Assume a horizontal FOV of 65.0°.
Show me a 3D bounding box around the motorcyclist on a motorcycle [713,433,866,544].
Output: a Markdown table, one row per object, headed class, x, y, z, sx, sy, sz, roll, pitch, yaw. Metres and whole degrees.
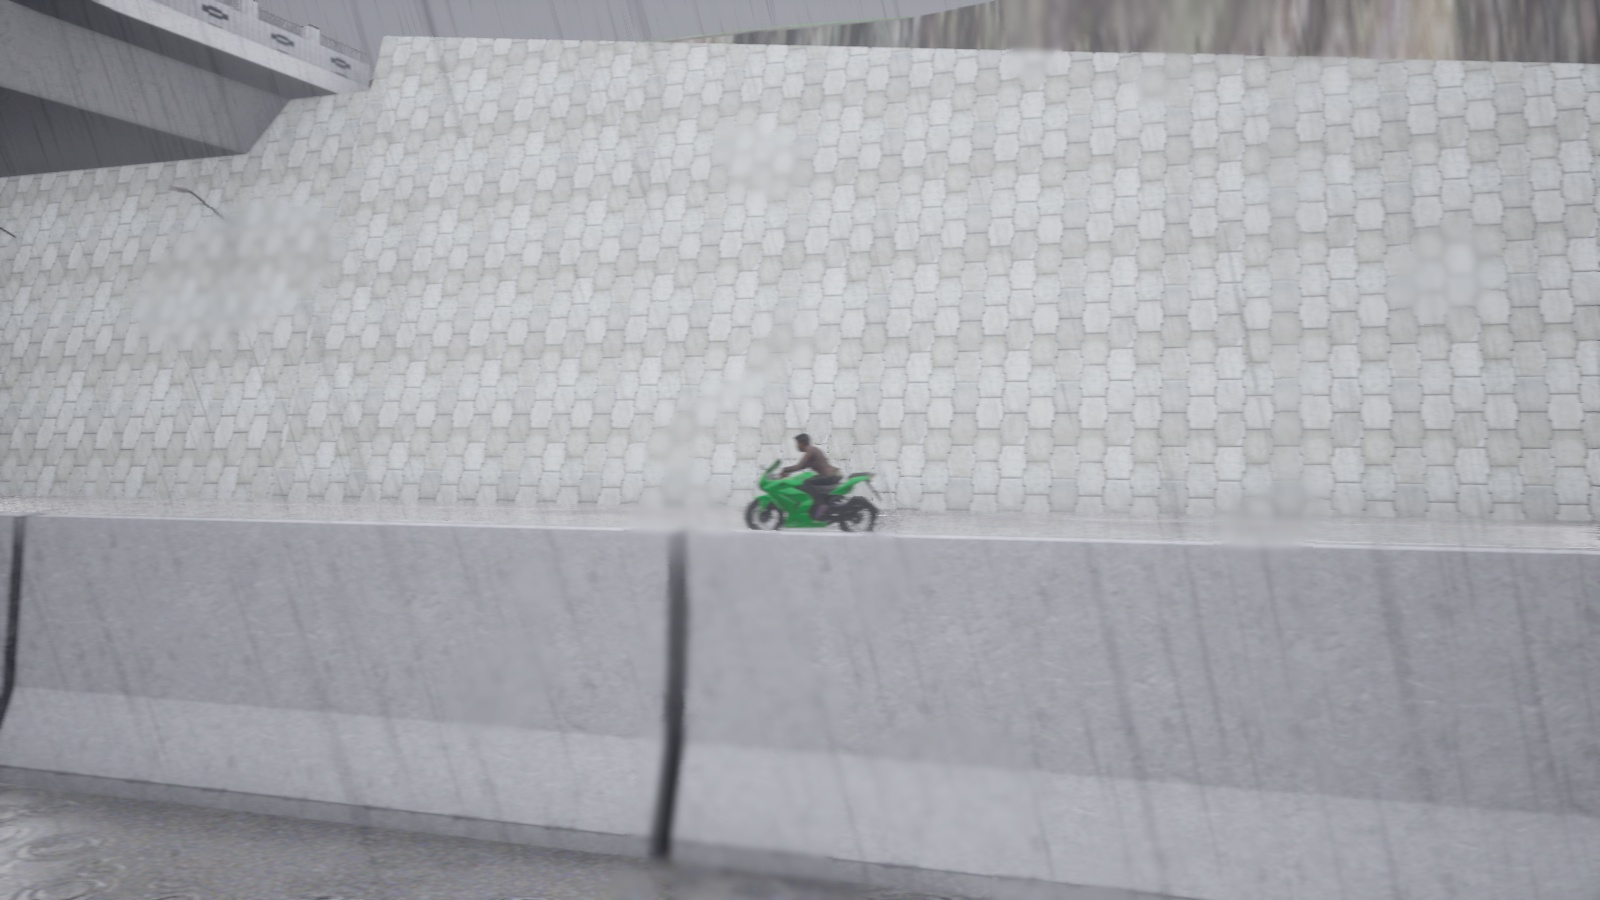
| class | x | y | z | sx | sy | sz | roll | pitch | yaw |
| --- | --- | --- | --- | --- | --- | --- | --- | --- | --- |
| motorcyclist on a motorcycle | -0.145 | 0.519 | 18.011 | 2.044 | 1.523 | 0.797 | 0 | 1 | 19 |
